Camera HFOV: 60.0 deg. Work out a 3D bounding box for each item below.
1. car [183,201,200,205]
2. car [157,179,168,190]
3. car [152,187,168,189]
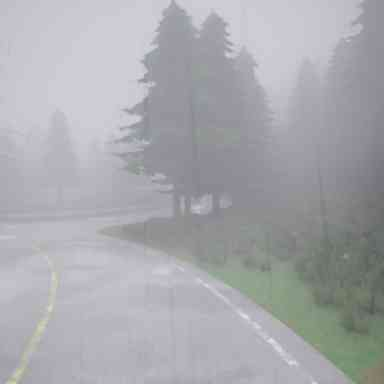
[{"bbox_3d":[-0.056,0.661,44.642,2.097,1.767,4.553,-1,4,3],"label":"car"},{"bbox_3d":[-6.449,-1.710,72.529,2.150,2.045,5.566,-1,4,-6],"label":"car"},{"bbox_3d":[-6.129,-0.774,62.229,2.097,1.767,4.553,0,4,-29],"label":"car"}]
